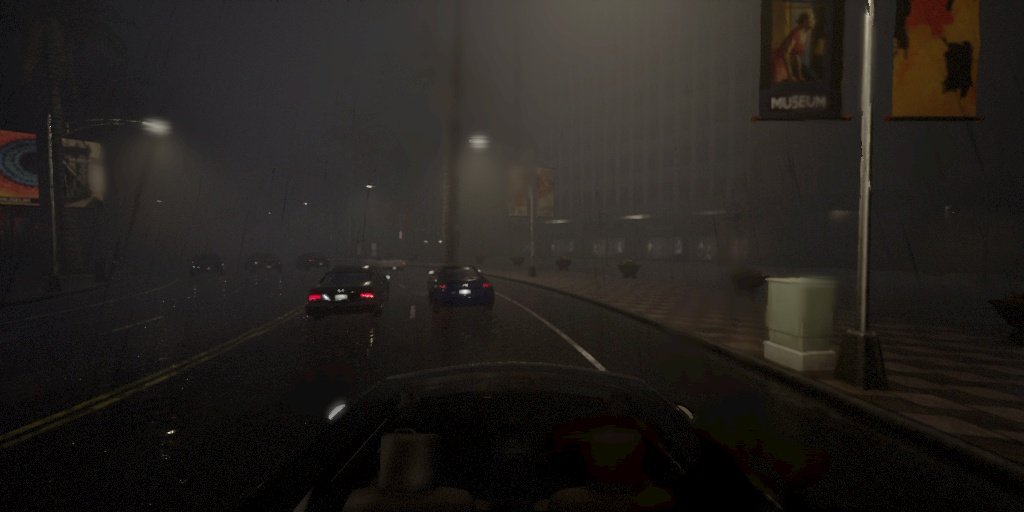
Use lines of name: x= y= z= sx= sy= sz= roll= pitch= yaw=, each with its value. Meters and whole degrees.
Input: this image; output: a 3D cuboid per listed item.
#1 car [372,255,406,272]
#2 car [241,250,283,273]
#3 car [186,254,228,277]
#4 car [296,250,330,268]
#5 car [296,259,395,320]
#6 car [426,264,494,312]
car: x=-10.204 y=0.555 z=28.494 sx=1.895 sy=1.301 sz=4.718 roll=-2 pitch=2 yaw=-39
car: x=-19.877 y=0.504 z=28.593 sx=4.674 sy=1.442 sz=1.812 roll=2 pitch=2 yaw=45
car: x=-21.417 y=0.593 z=25.155 sx=1.837 sy=1.490 sz=4.892 roll=-1 pitch=2 yaw=-44
car: x=-17.169 y=0.425 z=30.916 sx=1.812 sy=1.442 sz=4.674 roll=-2 pitch=2 yaw=-43
car: x=-5.017 y=1.011 z=11.470 sx=2.033 sy=1.411 sz=5.357 roll=-1 pitch=2 yaw=-16
car: x=-1.943 y=0.983 z=12.653 sx=1.994 sy=1.385 sz=4.181 roll=-1 pitch=2 yaw=-15
